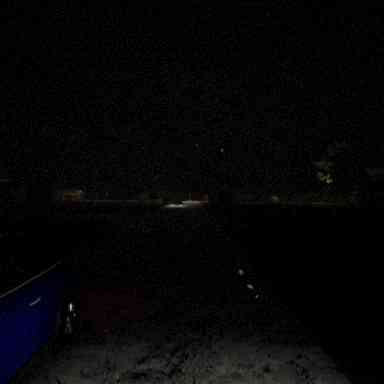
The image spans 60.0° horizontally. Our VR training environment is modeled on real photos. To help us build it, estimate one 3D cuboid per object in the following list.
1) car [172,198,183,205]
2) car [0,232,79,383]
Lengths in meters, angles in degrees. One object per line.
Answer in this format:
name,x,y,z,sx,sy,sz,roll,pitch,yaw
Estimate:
car,-2.742,1.782,62.740,1.895,1.301,4.718,0,0,0
car,-2.841,1.351,3.378,2.097,1.767,4.553,0,0,0
